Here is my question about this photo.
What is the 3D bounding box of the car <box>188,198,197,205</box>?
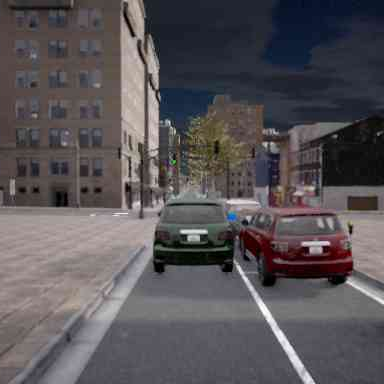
[{"bbox_3d":[0.089,1.992,70.178,1.895,1.301,4.718,0,0,0],"label":"car"}]

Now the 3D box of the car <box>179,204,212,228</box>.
[{"bbox_3d":[0.334,1.586,22.836,1.895,1.301,4.718,0,0,5],"label":"car"}]

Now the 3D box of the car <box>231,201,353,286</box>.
[{"bbox_3d":[2.608,1.304,9.378,2.192,1.841,5.009,-2,0,0],"label":"car"}]

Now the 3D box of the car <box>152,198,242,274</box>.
[{"bbox_3d":[0.026,1.209,10.679,2.150,2.045,5.566,0,0,0],"label":"car"}]

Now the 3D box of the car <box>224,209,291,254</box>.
[{"bbox_3d":[2.614,1.538,14.363,2.008,1.369,4.403,-2,0,0],"label":"car"}]
